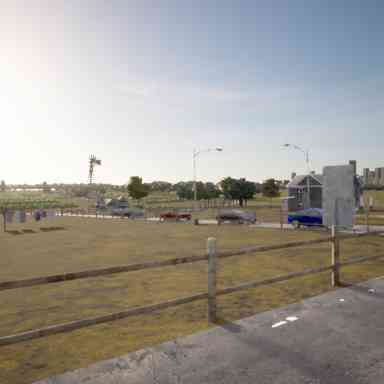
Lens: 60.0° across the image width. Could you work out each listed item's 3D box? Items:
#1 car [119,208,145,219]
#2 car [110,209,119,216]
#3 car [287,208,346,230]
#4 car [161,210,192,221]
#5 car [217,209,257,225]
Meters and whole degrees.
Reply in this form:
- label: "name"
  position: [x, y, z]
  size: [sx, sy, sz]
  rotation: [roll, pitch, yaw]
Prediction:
- label: "car"
  position: [-9.105, 3.234, 52.106]
  size: [2.097, 1.767, 4.553]
  rotation: [0, -2, -35]
- label: "car"
  position: [-14.348, 4.005, 64.388]
  size: [1.994, 1.385, 4.181]
  rotation: [0, -2, -36]
- label: "car"
  position: [9.753, 2.029, 25.659]
  size: [1.882, 1.535, 5.008]
  rotation: [0, -2, -36]
- label: "car"
  position: [-1.971, 2.965, 42.045]
  size: [1.895, 1.301, 4.718]
  rotation: [0, -2, -36]
- label: "car"
  position: [4.355, 2.445, 33.196]
  size: [1.812, 1.442, 4.674]
  rotation: [0, -2, -35]
